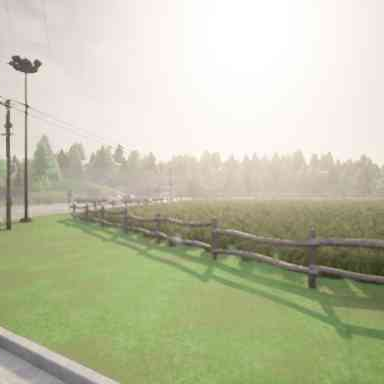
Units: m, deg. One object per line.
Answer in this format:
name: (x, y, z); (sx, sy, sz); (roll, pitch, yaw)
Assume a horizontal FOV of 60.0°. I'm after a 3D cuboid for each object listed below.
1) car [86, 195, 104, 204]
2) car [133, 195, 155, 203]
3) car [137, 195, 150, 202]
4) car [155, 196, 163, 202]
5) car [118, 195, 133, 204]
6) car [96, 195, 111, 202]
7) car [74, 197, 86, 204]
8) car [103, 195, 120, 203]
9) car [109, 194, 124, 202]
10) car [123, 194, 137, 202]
car: (-20.659, 1.811, 73.375); (2.033, 1.411, 5.357); (0, 0, 10)
car: (-10.322, 1.751, 71.534); (2.128, 1.511, 4.902); (0, 0, 10)
car: (-11.942, 1.602, 82.406); (1.837, 1.490, 4.892); (0, 0, 10)
car: (-8.490, 1.682, 81.822); (1.895, 1.301, 4.718); (0, 0, 10)
car: (-13.689, 1.838, 72.587); (1.895, 1.301, 4.718); (0, 0, 10)
car: (-22.279, 1.648, 84.247); (1.837, 1.490, 4.892); (0, 0, 10)
car: (-24.105, 1.826, 73.988); (2.033, 1.411, 5.357); (0, 0, 10)
car: (-17.124, 1.772, 73.264); (1.812, 1.442, 4.674); (0, 0, 10)
car: (-18.839, 1.488, 83.605); (2.097, 1.767, 4.553); (0, 0, 10)
car: (-15.393, 1.472, 82.991); (2.097, 1.767, 4.553); (0, 0, 10)
